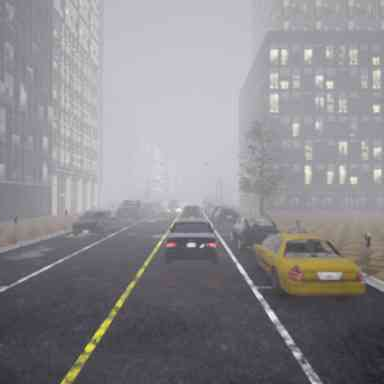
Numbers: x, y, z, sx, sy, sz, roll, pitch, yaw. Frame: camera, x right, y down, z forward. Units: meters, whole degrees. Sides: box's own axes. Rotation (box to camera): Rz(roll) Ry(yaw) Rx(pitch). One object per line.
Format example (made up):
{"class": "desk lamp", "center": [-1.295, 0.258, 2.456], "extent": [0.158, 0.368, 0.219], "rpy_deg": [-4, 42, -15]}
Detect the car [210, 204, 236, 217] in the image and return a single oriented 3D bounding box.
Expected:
{"class": "car", "center": [2.653, 1.829, 25.649], "extent": [1.947, 1.339, 4.313], "rpy_deg": [0, -1, 0]}

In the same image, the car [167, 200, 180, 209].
{"class": "car", "center": [-3.093, 2.094, 55.696], "extent": [1.837, 1.490, 4.892], "rpy_deg": [0, -1, 0]}

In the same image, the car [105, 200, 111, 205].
{"class": "car", "center": [-17.489, 2.329, 74.897], "extent": [4.206, 1.307, 1.802], "rpy_deg": [0, -1, 0]}

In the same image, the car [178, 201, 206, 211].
{"class": "car", "center": [0.018, 1.823, 28.896], "extent": [1.812, 1.442, 4.674], "rpy_deg": [0, 0, 1]}

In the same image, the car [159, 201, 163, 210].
{"class": "car", "center": [-5.704, 2.137, 54.116], "extent": [1.947, 1.339, 4.313], "rpy_deg": [0, -1, 0]}

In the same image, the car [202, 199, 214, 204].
{"class": "car", "center": [2.645, 2.091, 48.404], "extent": [1.802, 1.307, 4.206], "rpy_deg": [0, -1, 0]}

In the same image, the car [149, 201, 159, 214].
{"class": "car", "center": [-5.700, 1.991, 42.739], "extent": [1.887, 1.381, 4.507], "rpy_deg": [0, -1, 0]}

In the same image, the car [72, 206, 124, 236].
{"class": "car", "center": [-5.692, 1.770, 19.984], "extent": [1.947, 1.339, 4.313], "rpy_deg": [0, -1, 0]}

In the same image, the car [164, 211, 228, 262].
{"class": "car", "center": [0.004, 1.676, 12.550], "extent": [2.033, 1.411, 5.357], "rpy_deg": [0, -1, 1]}

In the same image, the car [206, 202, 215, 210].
{"class": "car", "center": [2.651, 1.890, 31.338], "extent": [1.947, 1.339, 4.313], "rpy_deg": [0, -1, 0]}

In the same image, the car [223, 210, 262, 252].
{"class": "car", "center": [2.658, 1.696, 14.272], "extent": [2.008, 1.369, 4.403], "rpy_deg": [0, -1, 0]}

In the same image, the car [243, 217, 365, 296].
{"class": "car", "center": [2.665, 1.615, 8.753], "extent": [1.752, 1.417, 4.829], "rpy_deg": [0, -1, 0]}

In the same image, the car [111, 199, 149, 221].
{"class": "car", "center": [-5.695, 1.639, 31.364], "extent": [2.192, 1.841, 5.009], "rpy_deg": [0, -1, 0]}

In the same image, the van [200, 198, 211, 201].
{"class": "van", "center": [2.644, 1.913, 54.095], "extent": [1.690, 1.788, 3.998], "rpy_deg": [0, -1, 0]}
